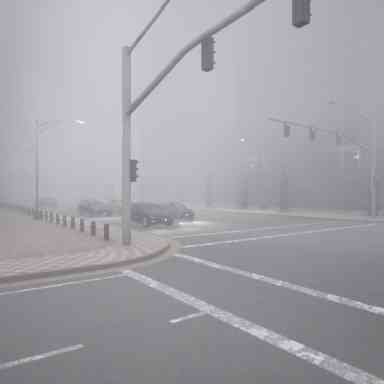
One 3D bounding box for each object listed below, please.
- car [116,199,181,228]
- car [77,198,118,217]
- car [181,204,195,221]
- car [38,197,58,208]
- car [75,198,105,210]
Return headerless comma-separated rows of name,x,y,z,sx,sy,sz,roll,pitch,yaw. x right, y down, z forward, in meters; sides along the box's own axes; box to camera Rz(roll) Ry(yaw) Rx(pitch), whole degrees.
car,-3.018,1.449,22.142,1.837,1.490,4.892,0,0,-36
car,-8.985,1.492,30.526,2.033,1.411,5.357,0,0,-35
car,-1.547,1.509,26.091,1.994,1.385,4.181,0,0,-36
car,-20.172,1.422,46.611,1.882,1.535,5.008,0,0,-34
car,-13.153,1.492,42.615,2.033,1.411,5.357,0,0,-35
